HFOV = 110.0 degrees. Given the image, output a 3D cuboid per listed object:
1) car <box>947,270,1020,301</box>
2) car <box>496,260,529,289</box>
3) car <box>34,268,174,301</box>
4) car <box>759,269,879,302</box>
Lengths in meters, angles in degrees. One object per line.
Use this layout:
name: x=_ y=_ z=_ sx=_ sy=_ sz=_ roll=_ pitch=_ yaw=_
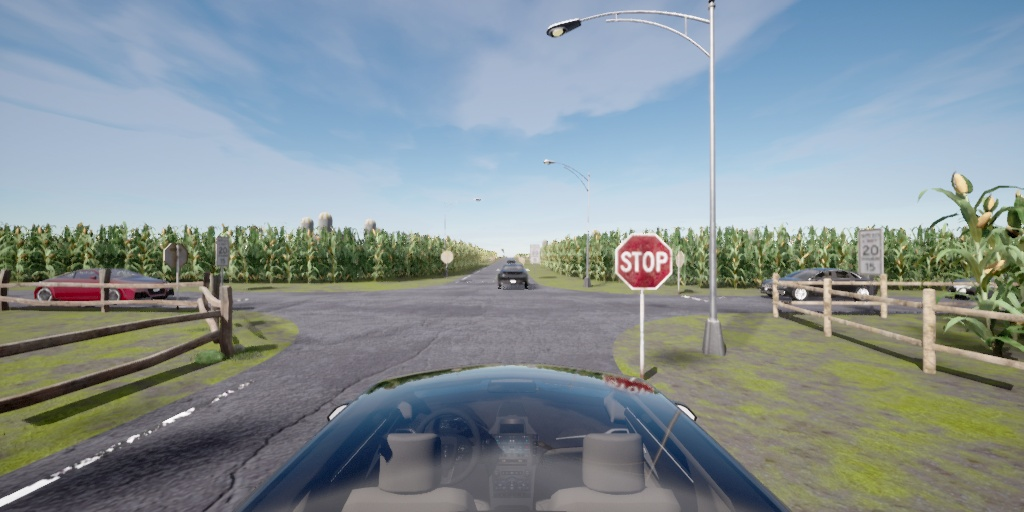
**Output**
car: x=24.165 y=1.423 z=17.318 sx=4.902 sy=1.511 sz=2.128 roll=0 pitch=-1 yaw=0
car: x=0.058 y=1.247 z=23.379 sx=1.837 sy=1.490 sz=4.892 roll=0 pitch=0 yaw=0
car: x=-16.541 y=1.208 z=14.692 sx=4.181 sy=1.385 sz=1.994 roll=0 pitch=-1 yaw=0
car: x=14.758 y=1.372 z=17.389 sx=4.892 sy=1.490 sz=1.837 roll=0 pitch=-1 yaw=0
